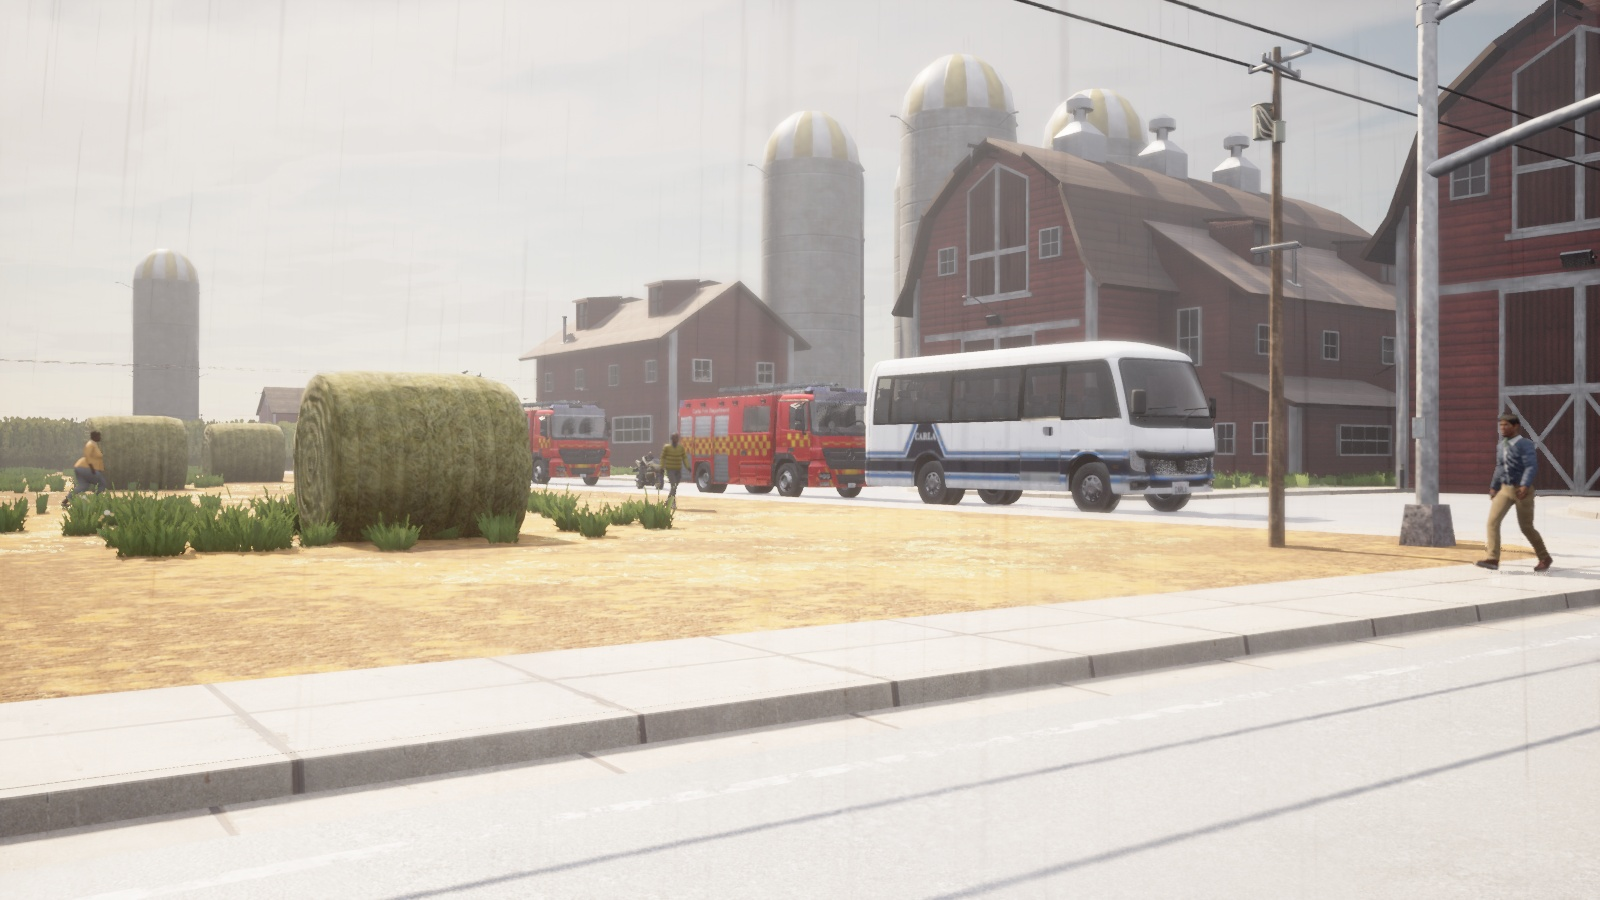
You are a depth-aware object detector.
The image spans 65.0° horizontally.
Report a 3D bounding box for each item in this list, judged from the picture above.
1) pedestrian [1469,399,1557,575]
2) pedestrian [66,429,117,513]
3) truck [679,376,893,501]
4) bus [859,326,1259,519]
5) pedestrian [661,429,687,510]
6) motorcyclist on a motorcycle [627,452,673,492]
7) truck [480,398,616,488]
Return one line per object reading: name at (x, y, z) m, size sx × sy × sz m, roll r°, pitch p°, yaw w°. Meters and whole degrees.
pedestrian at (8.065, 0.409, 14.209) m, size 0.788 × 1.949 × 0.423 m, roll 0°, pitch 0°, yaw -15°
pedestrian at (-16.065, 0.474, 28.476) m, size 0.900 × 1.855 × 0.874 m, roll 0°, pitch 0°, yaw -38°
truck at (-0.707, -0.342, 42.652) m, size 2.891 × 3.827 × 8.468 m, roll 0°, pitch 0°, yaw -36°
bus at (6.317, -0.595, 32.948) m, size 3.944 × 4.253 × 10.273 m, roll 0°, pitch 0°, yaw -36°
pedestrian at (-2.892, 0.443, 28.743) m, size 0.370 × 1.835 × 0.726 m, roll 0°, pitch 0°, yaw -24°
motorcyclist on a motorcycle at (-5.971, 0.870, 49.922) m, size 0.866 × 1.530 × 2.191 m, roll -1°, pitch 0°, yaw -36°
truck at (-11.783, -0.280, 57.959) m, size 2.891 × 3.827 × 8.468 m, roll 0°, pitch 0°, yaw -36°
